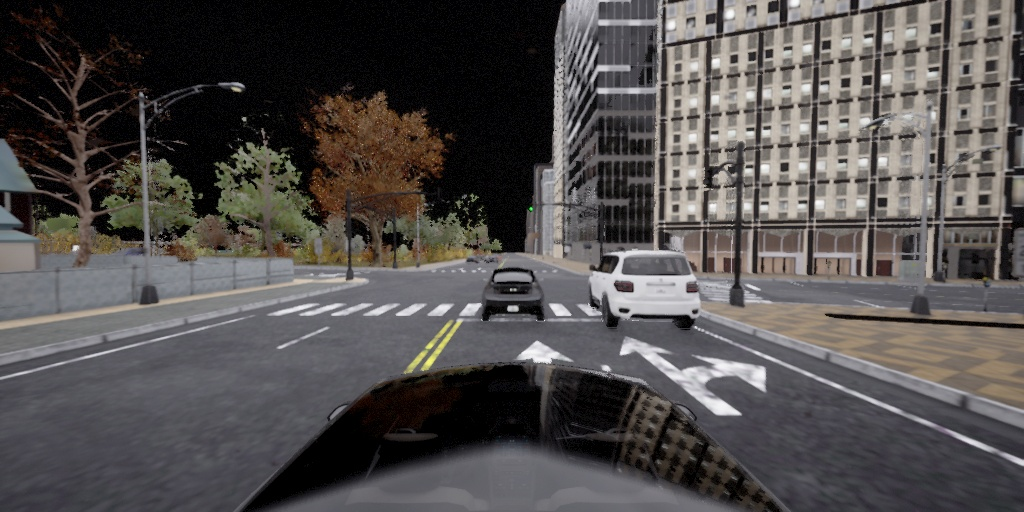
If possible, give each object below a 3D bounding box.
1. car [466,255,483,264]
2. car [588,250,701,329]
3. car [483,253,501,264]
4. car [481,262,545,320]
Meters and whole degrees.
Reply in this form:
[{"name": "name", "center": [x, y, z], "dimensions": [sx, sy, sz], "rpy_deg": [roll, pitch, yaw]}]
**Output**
[{"name": "car", "center": [-6.540, 0.604, 59.953], "dimensions": [2.033, 1.411, 5.357], "rpy_deg": [0, 1, 1]}, {"name": "car", "center": [3.676, 0.856, 10.932], "dimensions": [2.150, 2.045, 5.566], "rpy_deg": [0, 1, 5]}, {"name": "car", "center": [-3.298, 0.619, 60.047], "dimensions": [1.994, 1.385, 4.181], "rpy_deg": [0, 1, 1]}, {"name": "car", "center": [0.045, 1.127, 11.987], "dimensions": [1.837, 1.490, 4.892], "rpy_deg": [0, 1, 0]}]
